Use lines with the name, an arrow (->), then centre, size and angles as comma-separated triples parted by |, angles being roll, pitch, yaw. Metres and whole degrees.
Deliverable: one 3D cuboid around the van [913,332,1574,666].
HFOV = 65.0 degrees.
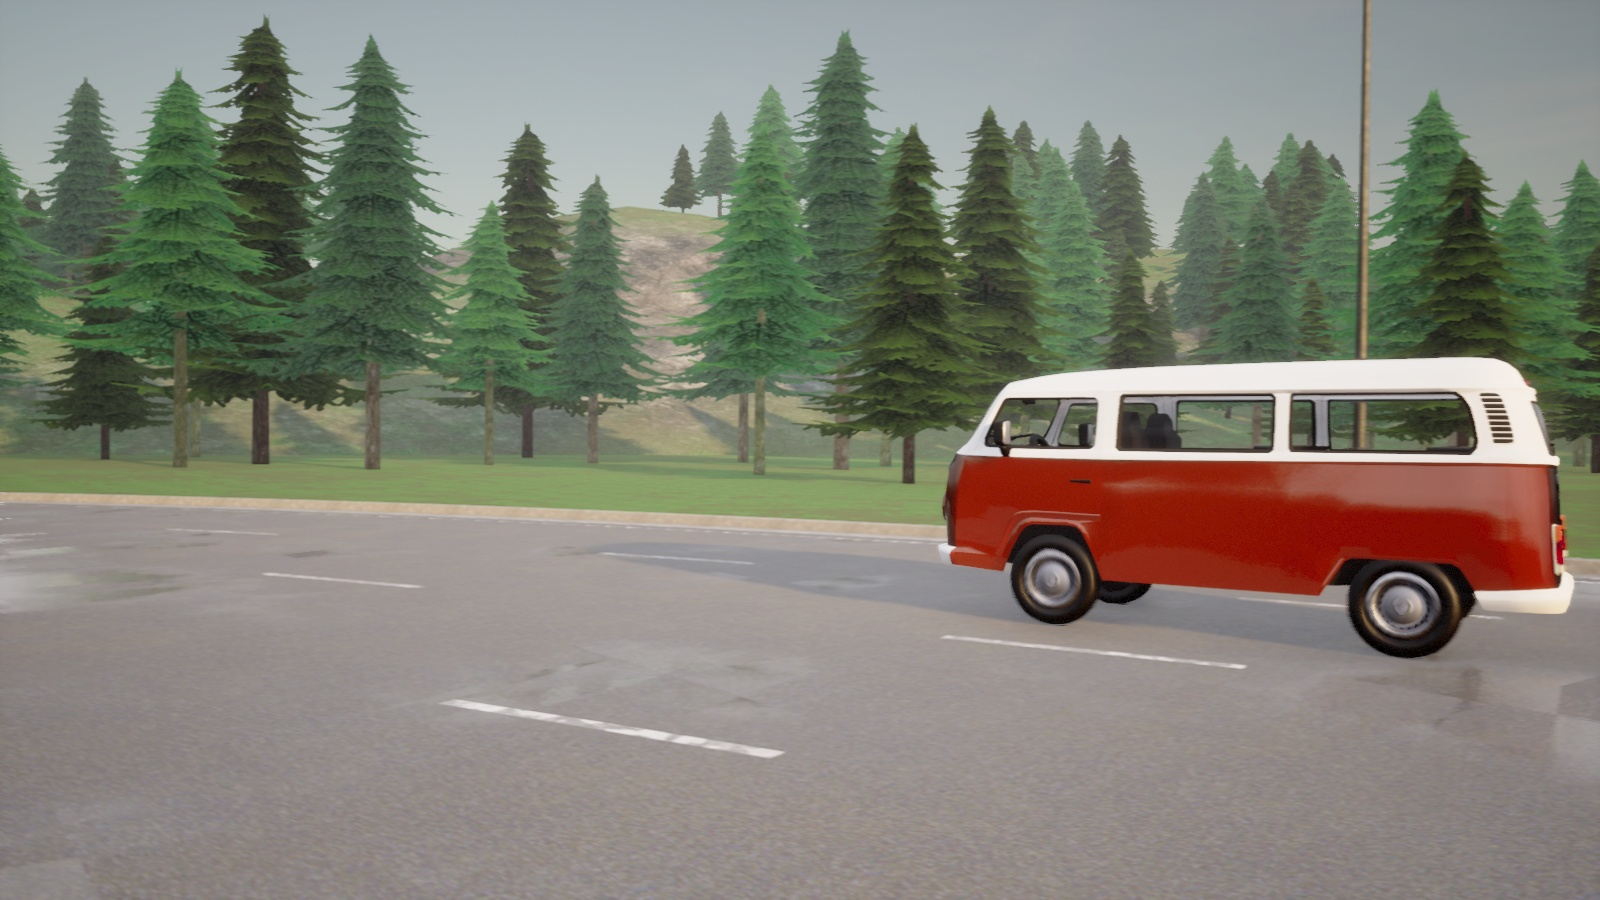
van -> 3.356, 0.287, 9.721 | 4.480, 2.038, 2.069 | 0, 1, 32
